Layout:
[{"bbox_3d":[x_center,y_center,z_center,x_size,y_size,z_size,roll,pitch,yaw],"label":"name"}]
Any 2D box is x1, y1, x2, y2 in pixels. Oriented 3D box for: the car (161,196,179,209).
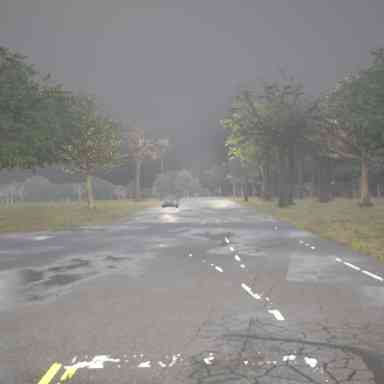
[{"bbox_3d":[-2.859,1.282,44.007,2.097,1.767,4.553,-1,1,1],"label":"car"}]
